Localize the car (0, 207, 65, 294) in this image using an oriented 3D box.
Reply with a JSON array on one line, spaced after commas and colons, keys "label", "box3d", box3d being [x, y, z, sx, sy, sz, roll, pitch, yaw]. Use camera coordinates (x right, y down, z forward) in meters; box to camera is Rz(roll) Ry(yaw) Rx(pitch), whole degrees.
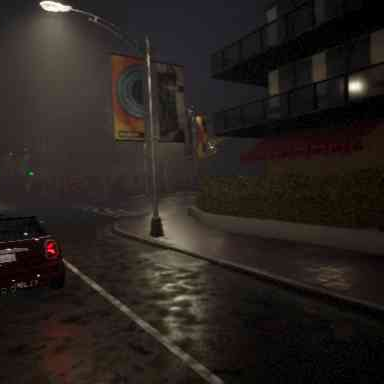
[{"label": "car", "box3d": [-4.567, 1.216, 7.859, 2.097, 1.767, 4.553, -4, 3, -33]}]
